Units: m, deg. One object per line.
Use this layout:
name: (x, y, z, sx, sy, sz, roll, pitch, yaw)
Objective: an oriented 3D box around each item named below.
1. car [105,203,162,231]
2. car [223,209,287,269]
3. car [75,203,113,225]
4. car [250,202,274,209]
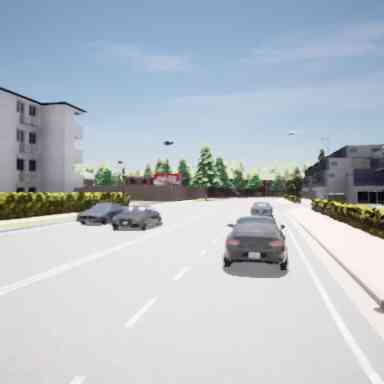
car: (-3.255, 1.510, 20.293, 1.994, 1.385, 4.181, 0, 0, 13)
car: (2.123, 1.513, 11.072, 1.812, 1.442, 4.674, 0, 0, 12)
car: (-6.089, 1.475, 23.652, 2.033, 1.411, 5.357, 0, 0, 13)
car: (5.687, 1.518, 27.266, 2.033, 1.411, 5.357, 0, 0, 12)
